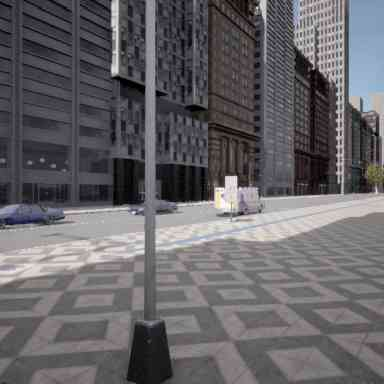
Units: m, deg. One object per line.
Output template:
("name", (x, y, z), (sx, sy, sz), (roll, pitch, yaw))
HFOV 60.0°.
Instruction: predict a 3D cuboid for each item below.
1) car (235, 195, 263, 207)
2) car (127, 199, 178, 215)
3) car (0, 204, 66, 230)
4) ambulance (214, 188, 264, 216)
("car", (8.086, 1.213, 46.925), (1.837, 1.490, 4.892), (0, 0, 36))
("car", (-3.500, 1.385, 30.996), (2.033, 1.411, 5.357), (0, 0, 36))
("car", (-10.738, 1.462, 20.979), (2.033, 1.411, 5.357), (0, 0, 36))
("ambulance", (4.637, 0.854, 30.992), (2.351, 2.431, 6.366), (0, 0, 36))
